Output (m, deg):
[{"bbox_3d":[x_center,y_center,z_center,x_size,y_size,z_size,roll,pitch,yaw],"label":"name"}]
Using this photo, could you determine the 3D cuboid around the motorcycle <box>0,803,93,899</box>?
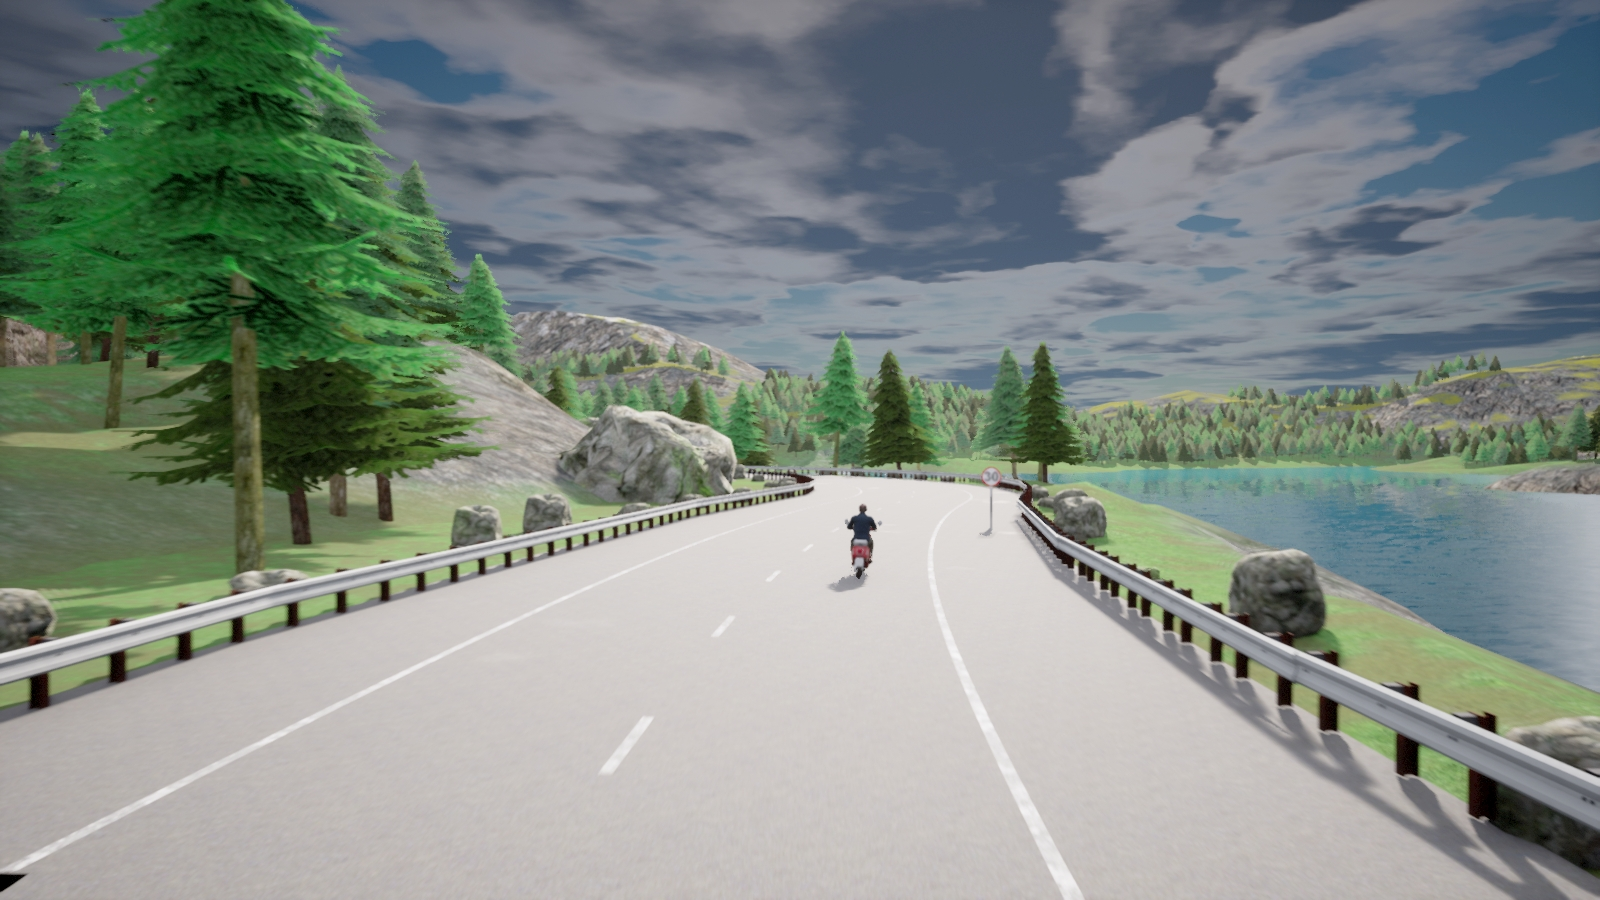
[{"bbox_3d":[-3.555,2.176,4.059,0.803,1.217,2.033,0,0,1],"label":"motorcycle"}]

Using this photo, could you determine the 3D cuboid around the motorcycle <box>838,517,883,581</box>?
[{"bbox_3d":[1.367,2.182,25.479,0.856,1.236,1.805,2,0,7],"label":"motorcycle"}]
